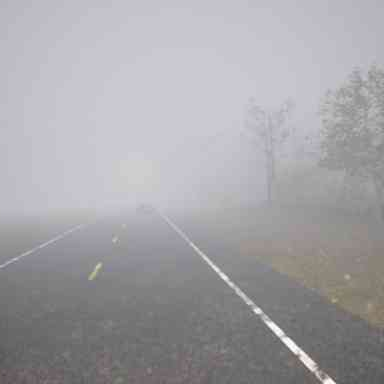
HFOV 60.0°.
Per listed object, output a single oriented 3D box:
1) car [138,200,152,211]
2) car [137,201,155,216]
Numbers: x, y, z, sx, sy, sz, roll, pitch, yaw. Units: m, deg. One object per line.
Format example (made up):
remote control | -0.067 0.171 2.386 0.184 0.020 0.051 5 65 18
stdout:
car | -6.828 1.953 48.447 1.895 1.301 4.718 -3 0 -8
car | -5.188 1.831 37.320 1.994 1.385 4.181 -3 0 -8
